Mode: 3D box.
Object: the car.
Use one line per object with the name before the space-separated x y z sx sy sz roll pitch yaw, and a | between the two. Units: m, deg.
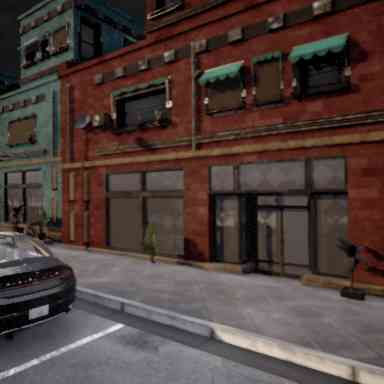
car | -4.186 1.474 6.238 4.892 1.521 2.231 0 0 36
